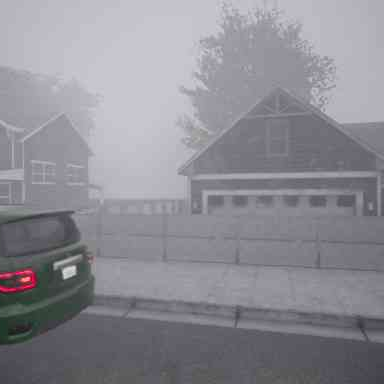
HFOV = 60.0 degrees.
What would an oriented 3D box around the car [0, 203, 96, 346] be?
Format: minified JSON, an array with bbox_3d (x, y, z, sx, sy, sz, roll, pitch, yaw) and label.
[{"bbox_3d":[-4.337,1.220,5.395,5.566,2.045,2.150,0,1,14],"label":"car"}]
